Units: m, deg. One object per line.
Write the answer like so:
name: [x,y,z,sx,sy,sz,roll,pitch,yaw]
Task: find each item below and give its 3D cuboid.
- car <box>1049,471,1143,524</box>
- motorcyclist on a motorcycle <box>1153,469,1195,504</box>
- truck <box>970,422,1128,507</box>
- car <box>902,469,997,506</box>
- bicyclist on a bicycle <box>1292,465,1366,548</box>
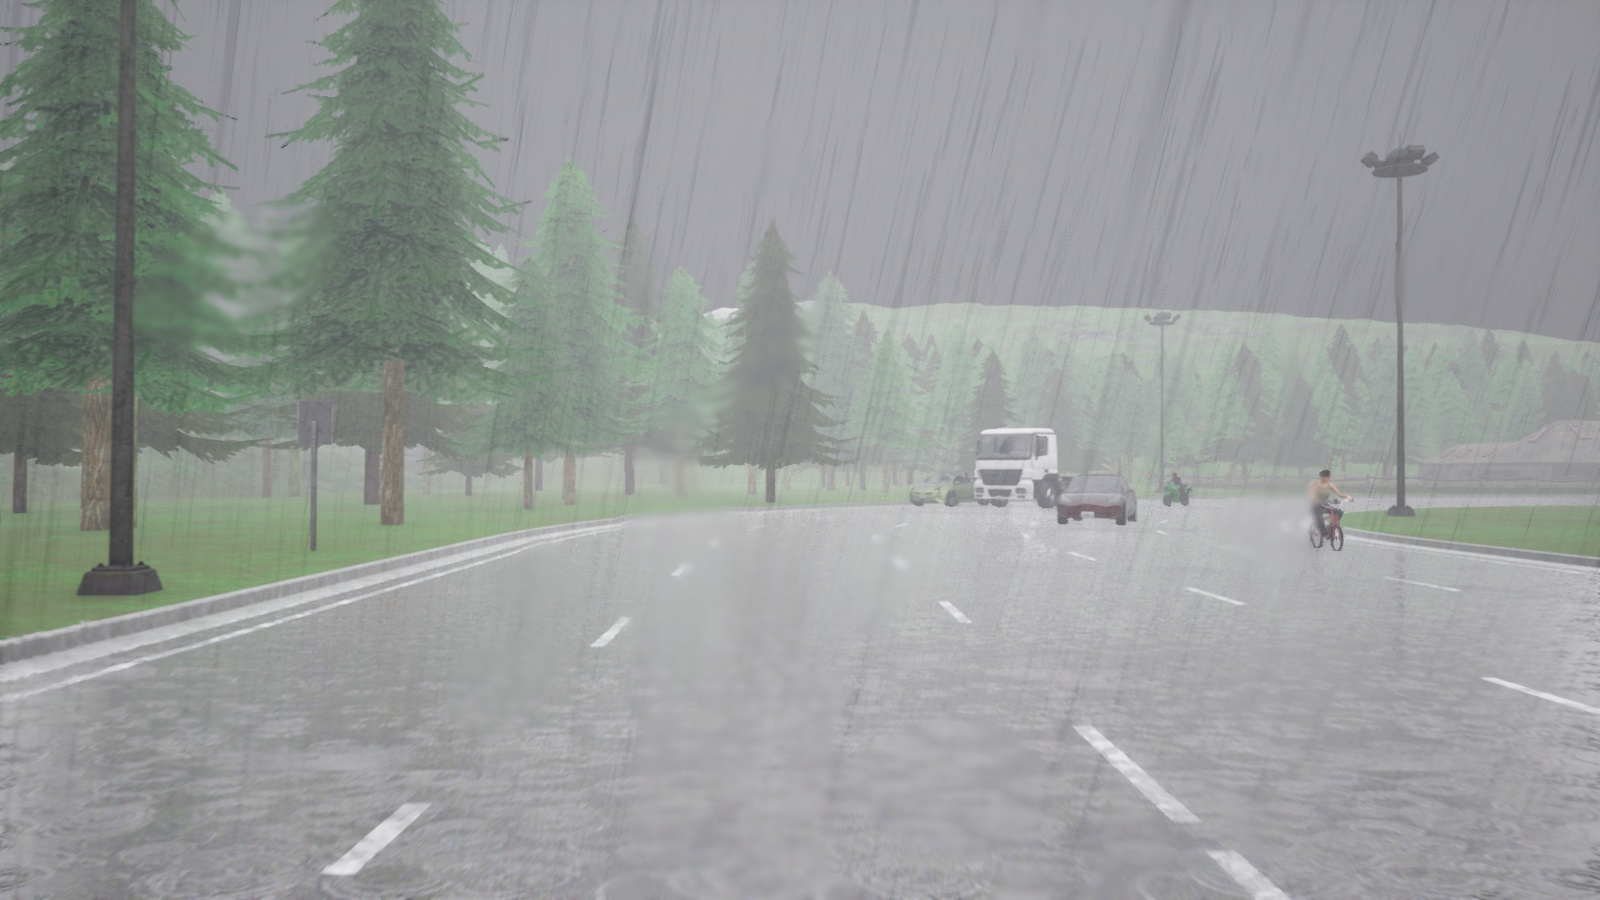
car: [8.953,1.373,37.723,2.163,1.488,4.792,-1,-1,20]
motorcyclist on a motorcycle: [16.556,1.607,55.536,2.044,1.523,0.797,1,0,-42]
truck: [10.986,0.654,54.860,2.891,3.462,7.936,-1,-1,44]
car: [6.589,1.603,55.020,2.007,1.525,4.514,-1,-1,39]
bicyclist on a bicycle: [10.504,1.103,24.995,0.866,1.612,1.509,0,-1,1]
